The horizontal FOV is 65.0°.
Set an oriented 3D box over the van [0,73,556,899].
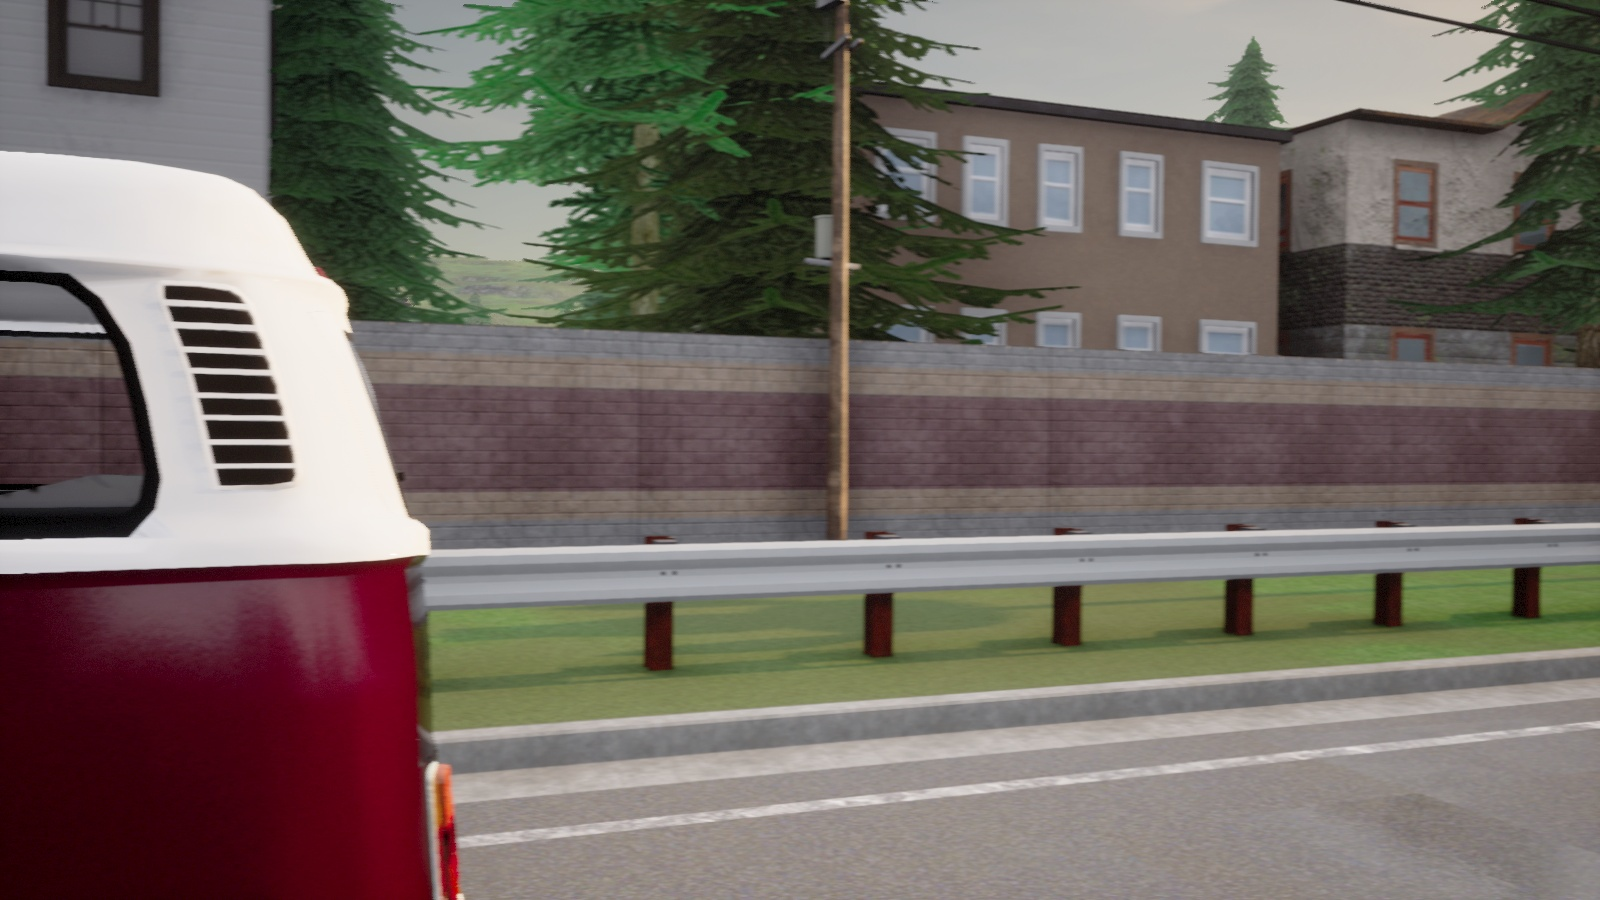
[{"bbox_3d":[-2.850,0.518,2.154,4.480,2.038,2.069,-1,1,-21],"label":"van"}]
